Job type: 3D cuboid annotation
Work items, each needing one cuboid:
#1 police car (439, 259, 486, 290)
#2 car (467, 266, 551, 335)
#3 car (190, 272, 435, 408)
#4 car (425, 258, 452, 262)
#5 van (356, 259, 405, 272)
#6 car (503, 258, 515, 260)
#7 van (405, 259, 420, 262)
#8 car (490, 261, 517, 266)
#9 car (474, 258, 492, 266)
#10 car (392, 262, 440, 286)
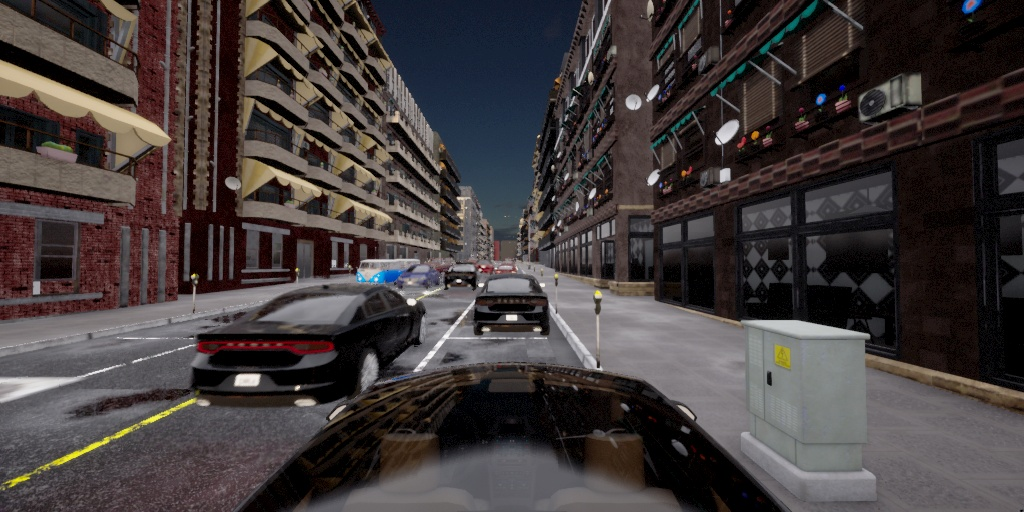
[{"bbox_3d":[-3.019,1.192,22.890,1.930,1.638,5.238,0,0,0],"label":"police car"},{"bbox_3d":[-0.006,1.232,10.503,1.882,1.535,5.008,0,0,0],"label":"car"},{"bbox_3d":[-2.923,1.230,6.437,1.882,1.535,5.008,0,0,0],"label":"car"},{"bbox_3d":[-8.337,1.115,39.194,2.192,1.841,5.009,0,0,0],"label":"car"},{"bbox_3d":[-8.336,1.108,22.602,1.690,1.789,3.998,0,0,0],"label":"van"},{"bbox_3d":[-0.447,1.240,39.134,1.967,1.591,4.097,0,0,0],"label":"car"},{"bbox_3d":[-8.336,1.118,28.134,1.690,1.789,3.998,0,0,0],"label":"van"},{"bbox_3d":[-0.453,1.322,28.072,1.888,1.381,4.507,0,0,0],"label":"car"},{"bbox_3d":[-2.925,1.151,38.728,2.097,1.767,4.553,0,0,0],"label":"car"},{"bbox_3d":[-5.869,1.293,22.987,1.812,1.442,4.674,0,0,0],"label":"car"}]
